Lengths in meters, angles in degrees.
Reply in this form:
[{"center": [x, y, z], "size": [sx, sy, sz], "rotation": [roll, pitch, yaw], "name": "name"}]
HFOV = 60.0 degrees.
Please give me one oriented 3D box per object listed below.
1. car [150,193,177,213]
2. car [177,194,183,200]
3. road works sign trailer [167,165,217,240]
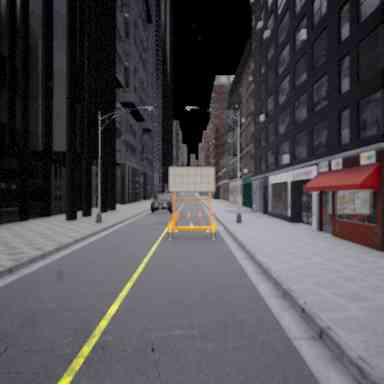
[{"center": [-3.099, 1.156, 35.547], "size": [2.150, 2.045, 5.566], "rotation": [0, 0, 0], "name": "car"}, {"center": [-3.012, 1.173, 77.690], "size": [2.033, 1.411, 5.357], "rotation": [0, 0, 0], "name": "car"}, {"center": [-0.002, 0.432, 16.674], "size": [2.380, 3.560, 2.880], "rotation": [0, 0, 0], "name": "road works sign trailer"}]
